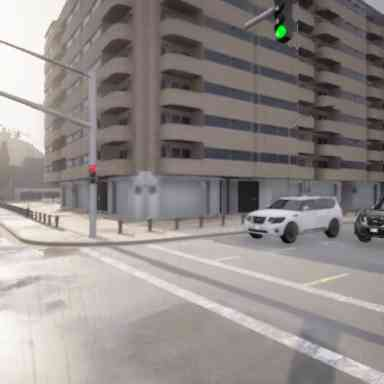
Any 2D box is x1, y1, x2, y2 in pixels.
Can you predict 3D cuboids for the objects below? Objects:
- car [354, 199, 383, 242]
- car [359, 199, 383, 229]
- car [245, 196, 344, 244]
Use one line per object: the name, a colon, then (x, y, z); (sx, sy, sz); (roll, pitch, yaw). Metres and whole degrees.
car: (9.712, 1.211, 15.112); (5.566, 2.045, 2.150); (0, 0, -34)
car: (13.221, 1.348, 21.749); (4.553, 1.767, 2.097); (0, 0, -34)
car: (5.102, 1.209, 16.182); (5.566, 2.045, 2.150); (0, 0, -36)
